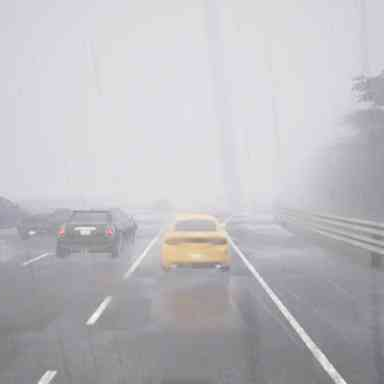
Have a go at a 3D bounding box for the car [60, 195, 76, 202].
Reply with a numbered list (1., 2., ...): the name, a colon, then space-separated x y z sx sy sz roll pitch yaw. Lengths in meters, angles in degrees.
1. car: -28.172 1.433 75.562 1.994 1.385 4.181 0 0 -1

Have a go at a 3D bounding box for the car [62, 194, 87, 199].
1. car: -21.085 1.550 59.875 1.994 1.385 4.181 0 0 0

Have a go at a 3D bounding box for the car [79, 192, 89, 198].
1. car: -24.672 1.106 75.587 2.150 2.045 5.566 0 0 -1

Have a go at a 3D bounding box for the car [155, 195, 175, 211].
1. car: -3.480 1.487 41.057 1.882 1.535 5.008 0 0 0

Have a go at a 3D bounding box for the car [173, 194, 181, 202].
1. car: -3.663 1.249 74.730 2.097 1.767 4.553 0 0 -1

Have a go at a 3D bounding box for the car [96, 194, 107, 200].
1. car: -24.840 1.343 91.441 1.994 1.385 4.181 0 0 -1

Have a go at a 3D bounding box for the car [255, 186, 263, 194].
1. car: 17.765 -0.268 87.938 1.812 1.442 4.674 0 3 11

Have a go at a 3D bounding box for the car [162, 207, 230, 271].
1. car: 0.123 1.479 10.992 1.882 1.535 5.008 0 0 0

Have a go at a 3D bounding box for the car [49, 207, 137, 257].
1. car: -3.489 1.354 13.032 2.097 1.767 4.553 0 0 0

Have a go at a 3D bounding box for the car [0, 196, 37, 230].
1. car: -10.381 1.224 16.883 2.150 2.045 5.566 0 0 0

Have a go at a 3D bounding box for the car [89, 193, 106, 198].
1. car: -21.173 1.237 75.730 2.097 1.767 4.553 0 0 -1

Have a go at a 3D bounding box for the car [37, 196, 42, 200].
1. car: -28.072 1.487 59.735 2.128 1.511 4.902 0 0 0

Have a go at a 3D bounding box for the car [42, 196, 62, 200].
1. car: -24.575 1.490 59.787 1.837 1.490 4.892 0 0 0

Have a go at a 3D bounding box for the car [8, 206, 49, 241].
1. car: -6.882 1.507 16.747 1.837 1.490 4.892 0 0 0

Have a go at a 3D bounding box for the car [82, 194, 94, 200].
1. car: -28.335 1.272 90.986 1.882 1.535 5.008 0 0 -1

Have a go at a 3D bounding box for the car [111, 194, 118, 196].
1. car: -21.341 1.331 91.524 2.033 1.411 5.357 0 0 -1

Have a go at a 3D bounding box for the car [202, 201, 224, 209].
1. car: 1.766 1.541 29.257 1.812 1.442 4.674 0 0 11
